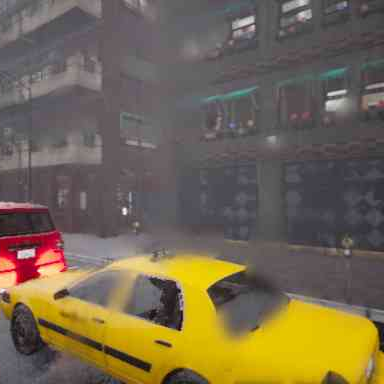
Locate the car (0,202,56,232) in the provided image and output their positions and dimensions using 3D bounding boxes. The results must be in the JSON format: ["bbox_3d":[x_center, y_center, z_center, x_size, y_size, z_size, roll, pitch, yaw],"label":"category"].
[{"bbox_3d":[-5.266,1.255,7.817,5.566,2.045,2.150,0,0,36],"label":"car"}]

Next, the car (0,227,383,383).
[{"bbox_3d":[-0.552,1.483,4.370,5.366,1.575,1.801,0,0,36],"label":"car"}]
